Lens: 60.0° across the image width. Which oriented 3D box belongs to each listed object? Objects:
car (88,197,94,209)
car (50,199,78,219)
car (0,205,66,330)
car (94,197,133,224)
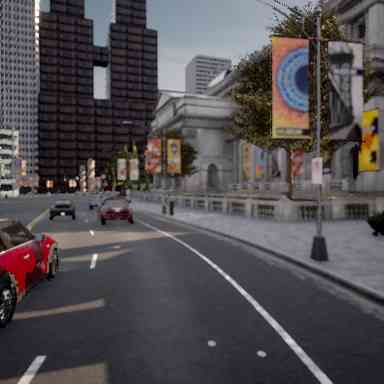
[{"bbox_3d":[-11.643,1.314,40.873,2.033,1.411,5.357,0,0,-20],"label":"car"},{"bbox_3d":[-10.450,1.364,27.095,1.837,1.490,4.892,0,0,-19],"label":"car"},{"bbox_3d":[-4.284,1.324,6.855,2.097,1.767,4.553,0,0,-9],"label":"car"},{"bbox_3d":[-5.513,1.211,23.544,2.097,1.767,4.553,0,0,-19],"label":"car"}]
